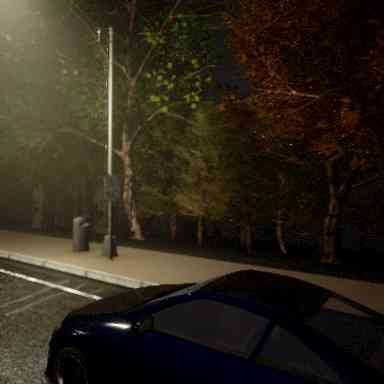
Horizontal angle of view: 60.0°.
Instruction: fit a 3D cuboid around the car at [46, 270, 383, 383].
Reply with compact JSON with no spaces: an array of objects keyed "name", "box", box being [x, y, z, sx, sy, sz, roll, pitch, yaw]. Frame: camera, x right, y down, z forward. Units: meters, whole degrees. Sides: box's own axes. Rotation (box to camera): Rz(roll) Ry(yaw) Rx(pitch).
[{"name":"car","box":[0.389,1.559,3.409,4.181,1.385,1.994,0,0,36]}]
